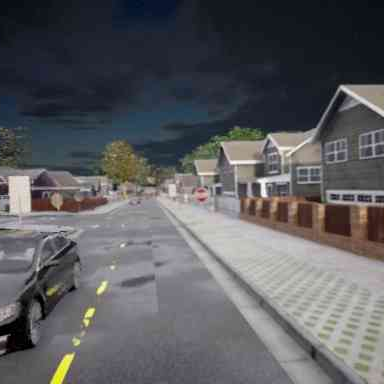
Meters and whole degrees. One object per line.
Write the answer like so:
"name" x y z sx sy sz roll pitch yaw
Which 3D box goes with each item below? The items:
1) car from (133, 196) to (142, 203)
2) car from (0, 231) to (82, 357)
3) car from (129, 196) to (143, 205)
"car" -12.383 1.607 76.391 1.837 1.490 4.892 -2 0 -7
"car" -3.408 1.584 6.301 2.128 1.511 4.902 -2 0 -7
"car" -10.428 1.615 61.091 1.812 1.442 4.674 -2 0 -7
